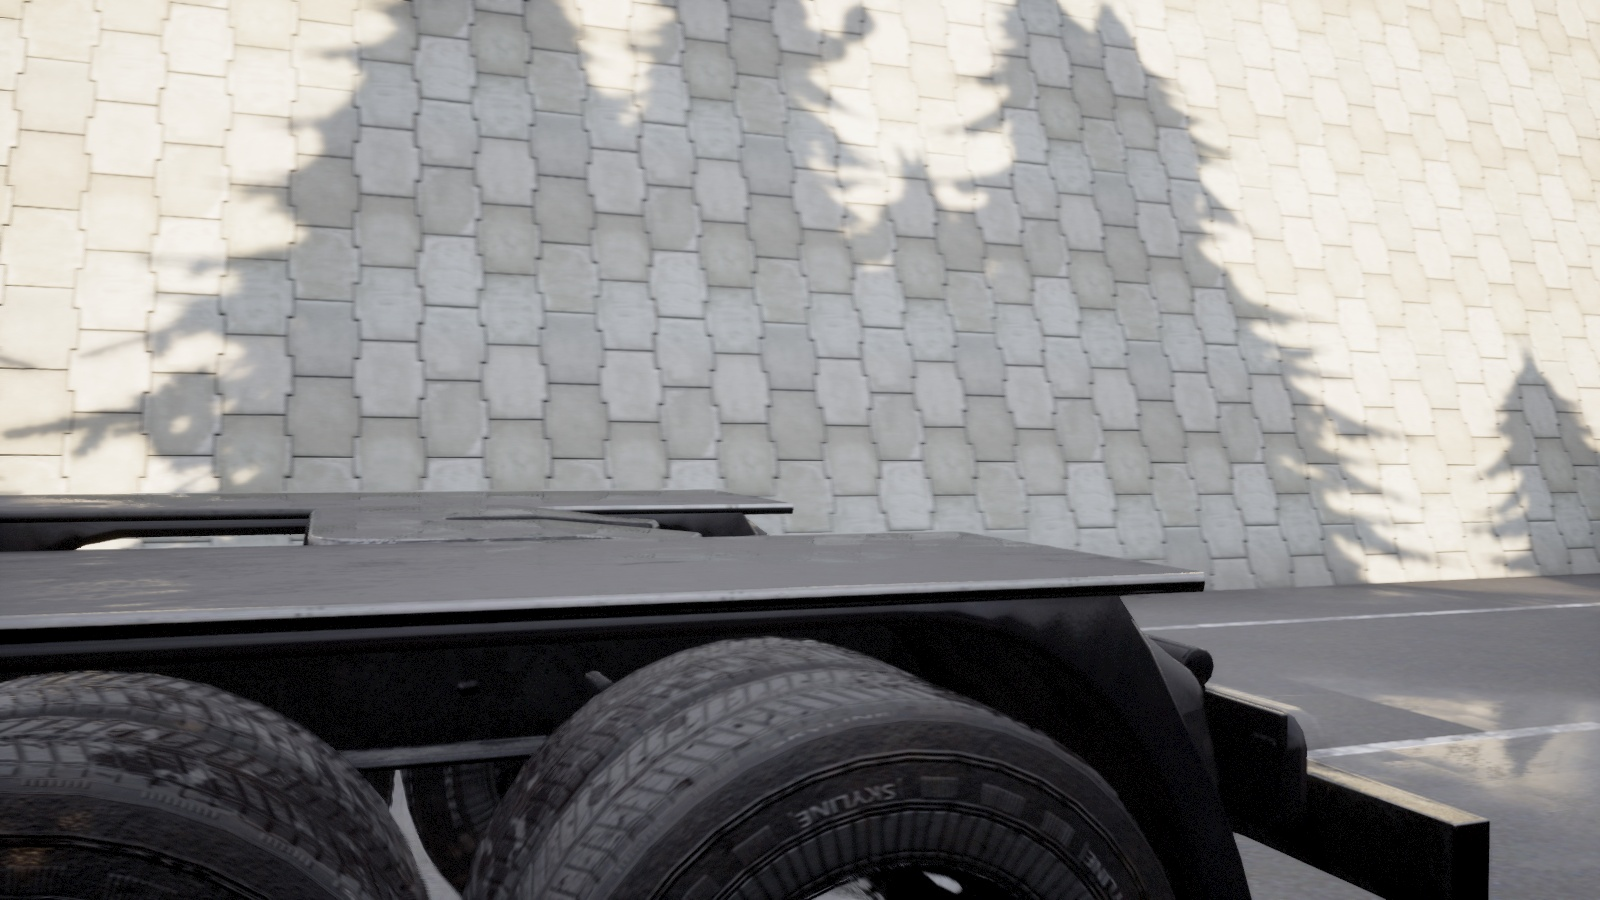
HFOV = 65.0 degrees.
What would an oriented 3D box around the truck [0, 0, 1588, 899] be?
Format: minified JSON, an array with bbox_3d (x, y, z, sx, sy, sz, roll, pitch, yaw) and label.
[{"bbox_3d":[-2.837,-0.188,2.150,7.936,3.462,2.891,-1,1,-21],"label":"truck"}]
